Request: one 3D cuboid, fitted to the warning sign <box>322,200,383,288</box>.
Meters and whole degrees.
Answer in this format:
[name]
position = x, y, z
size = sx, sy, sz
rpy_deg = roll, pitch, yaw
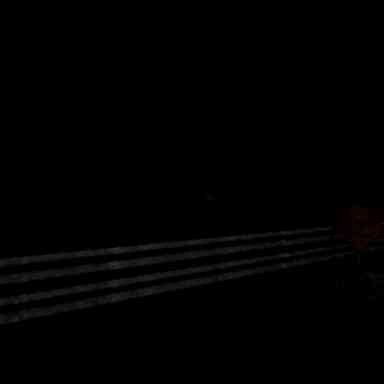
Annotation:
[warning sign]
position = 4.039, 1.142, 8.033
size = 1.060, 1.860, 1.300
rpy_deg = 0, 0, -36
